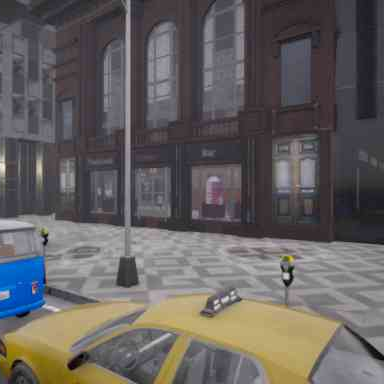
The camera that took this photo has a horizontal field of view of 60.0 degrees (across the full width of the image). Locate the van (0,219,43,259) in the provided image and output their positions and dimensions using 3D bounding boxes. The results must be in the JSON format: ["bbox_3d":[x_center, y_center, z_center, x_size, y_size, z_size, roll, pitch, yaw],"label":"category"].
[{"bbox_3d":[-4.411,1.346,6.114,3.998,1.788,1.690,0,0,36],"label":"van"}]

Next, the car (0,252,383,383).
[{"bbox_3d":[0.036,1.526,2.935,4.829,1.417,1.752,0,0,36],"label":"car"}]
